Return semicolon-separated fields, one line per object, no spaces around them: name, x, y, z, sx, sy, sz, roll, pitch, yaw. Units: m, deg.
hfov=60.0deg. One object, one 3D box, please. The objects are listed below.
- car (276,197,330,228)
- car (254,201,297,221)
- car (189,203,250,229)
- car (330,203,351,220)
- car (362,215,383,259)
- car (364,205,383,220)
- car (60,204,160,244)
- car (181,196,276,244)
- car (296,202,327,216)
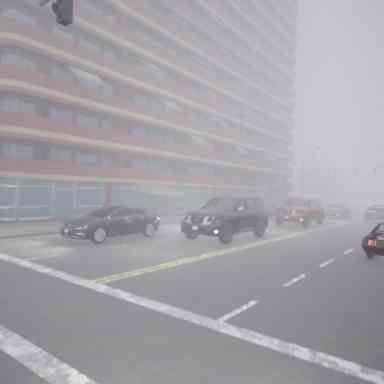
car;8.048;1.399;24.549;2.150;2.045;5.566;2;0;37
car;7.513;1.623;29.631;1.882;1.535;5.008;2;0;37
car;1.961;1.518;22.318;1.812;1.442;4.674;2;0;37
car;14.287;1.855;32.744;1.837;1.490;4.892;2;0;37
car;7.963;1.812;12.674;1.895;1.301;4.718;2;0;38
car;17.174;1.939;30.463;2.128;1.511;4.902;2;0;37
car;-3.522;1.346;15.119;1.837;1.490;4.892;2;0;37
car;1.810;1.228;16.344;2.150;2.045;5.566;2;0;37
car;13.512;1.875;37.486;1.994;1.385;4.181;2;0;38
